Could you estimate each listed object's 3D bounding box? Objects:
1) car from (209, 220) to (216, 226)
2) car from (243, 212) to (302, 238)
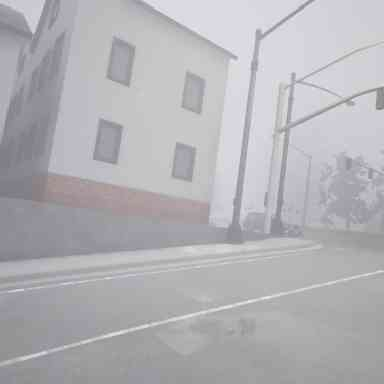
[{"bbox_3d":[0.554,3.301,38.561,2.033,1.411,5.357,12,-7,-35],"label":"car"},{"bbox_3d":[7.006,2.954,29.616,2.150,2.045,5.566,12,-7,-35],"label":"car"}]
